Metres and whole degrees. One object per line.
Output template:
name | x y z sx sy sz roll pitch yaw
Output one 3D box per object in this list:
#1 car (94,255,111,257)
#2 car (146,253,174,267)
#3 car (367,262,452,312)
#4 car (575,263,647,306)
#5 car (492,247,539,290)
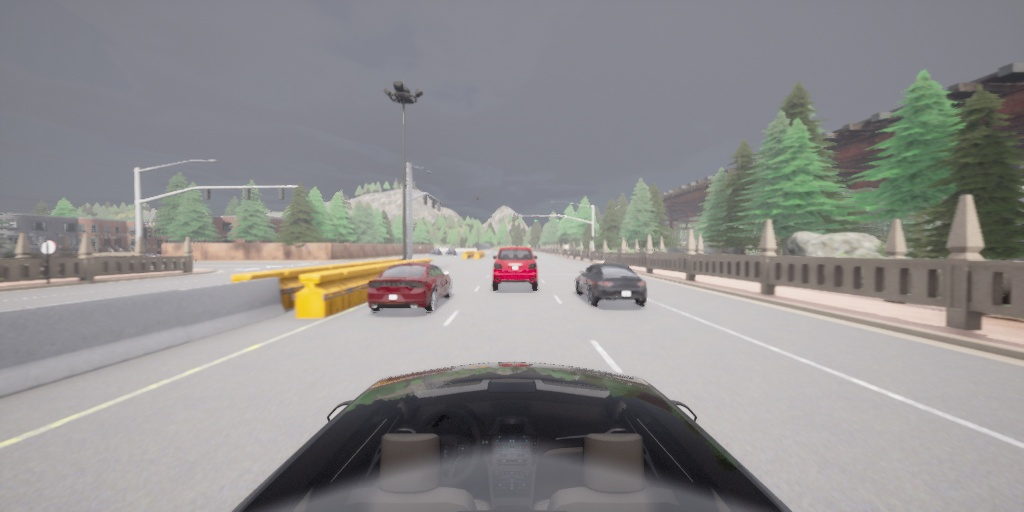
car | -38.260 0.455 33.910 4.674 1.442 1.812 0 1 1
car | -38.184 0.387 37.419 5.357 1.411 2.033 0 1 1
car | -3.369 0.952 12.651 1.882 1.535 5.008 0 1 0
car | 3.636 0.974 13.665 1.812 1.442 4.674 0 1 0
car | 0.161 0.547 18.462 2.150 2.045 5.566 0 1 0
